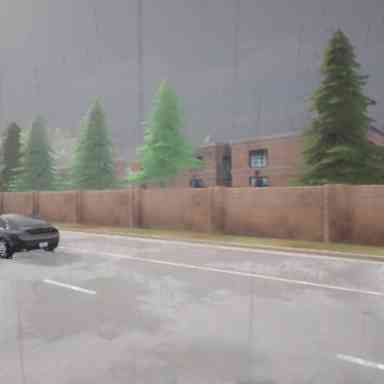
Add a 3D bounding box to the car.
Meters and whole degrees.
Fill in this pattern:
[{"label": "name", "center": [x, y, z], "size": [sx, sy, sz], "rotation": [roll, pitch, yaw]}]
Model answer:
[{"label": "car", "center": [-7.303, 1.656, 13.408], "size": [4.892, 1.490, 1.837], "rotation": [0, 0, 36]}]
